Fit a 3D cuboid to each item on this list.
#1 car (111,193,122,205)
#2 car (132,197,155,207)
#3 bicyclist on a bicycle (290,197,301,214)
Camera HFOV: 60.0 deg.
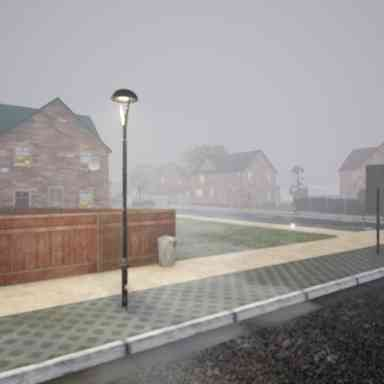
[{"bbox_3d":[-13.232,1.245,57.944,2.150,2.045,5.566,1,-1,-36],"label":"car"},{"bbox_3d":[-7.340,1.482,49.859,2.128,1.511,4.902,1,-1,-36],"label":"car"},{"bbox_3d":[9.712,1.300,31.254,1.656,1.620,0.582,0,0,-36],"label":"bicyclist on a bicycle"}]
